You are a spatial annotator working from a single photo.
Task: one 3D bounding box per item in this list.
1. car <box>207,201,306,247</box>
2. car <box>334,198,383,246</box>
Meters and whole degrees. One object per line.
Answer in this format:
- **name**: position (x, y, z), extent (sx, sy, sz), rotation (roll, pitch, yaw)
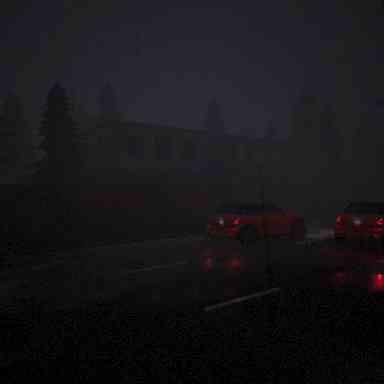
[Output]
- **car**: position (2.893, 1.175, 14.413), extent (4.553, 1.767, 2.097), rotation (-1, 1, -35)
- **car**: position (7.928, 1.113, 13.701), extent (4.553, 1.767, 2.097), rotation (-1, 1, -35)
